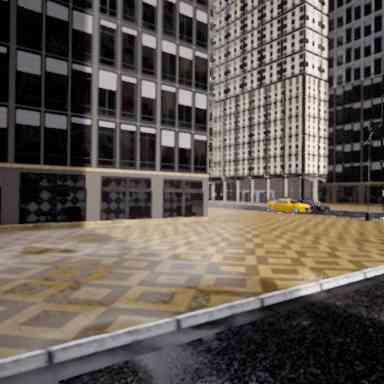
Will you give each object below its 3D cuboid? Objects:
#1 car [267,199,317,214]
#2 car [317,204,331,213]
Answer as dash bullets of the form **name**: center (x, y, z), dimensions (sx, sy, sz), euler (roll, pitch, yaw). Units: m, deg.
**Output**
- **car**: center (10.484, 1.532, 36.137), dimensions (1.882, 1.535, 5.008), euler (1, 0, -36)
- **car**: center (13.063, 1.643, 38.112), dimensions (2.033, 1.411, 5.357), euler (1, 0, -36)
